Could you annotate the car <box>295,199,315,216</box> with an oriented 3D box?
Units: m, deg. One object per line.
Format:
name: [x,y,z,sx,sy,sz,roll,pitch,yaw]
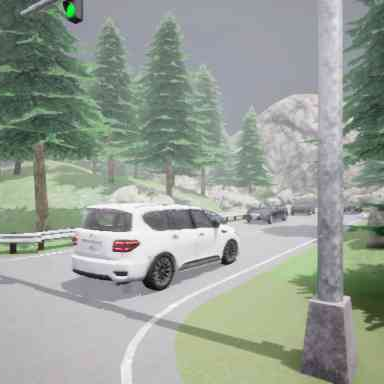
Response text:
car: [11.298,1.517,33.656,1.837,1.490,4.892,0,0,27]

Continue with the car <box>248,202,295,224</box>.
car: [5.725,1.504,25.092,2.128,1.511,4.902,0,0,35]

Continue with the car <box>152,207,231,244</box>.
car: [0.091,1.577,16.896,1.994,1.385,4.181,0,0,34]

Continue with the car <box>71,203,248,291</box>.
car: [-0.670,1.349,9.437,2.150,2.045,5.566,0,-1,34]
